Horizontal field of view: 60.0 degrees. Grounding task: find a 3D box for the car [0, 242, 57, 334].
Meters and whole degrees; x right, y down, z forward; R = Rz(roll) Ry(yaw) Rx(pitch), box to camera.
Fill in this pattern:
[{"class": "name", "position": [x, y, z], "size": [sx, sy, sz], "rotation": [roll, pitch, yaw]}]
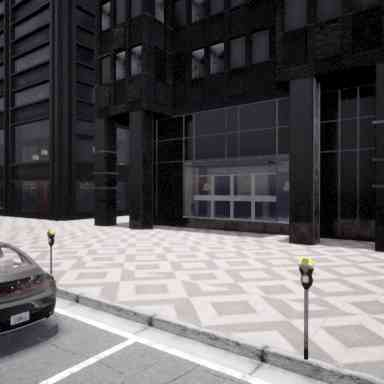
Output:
[{"class": "car", "position": [-4.204, 1.551, 5.979], "size": [4.403, 1.369, 2.008], "rotation": [0, 0, 36]}]
